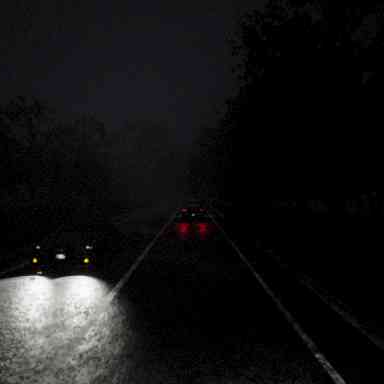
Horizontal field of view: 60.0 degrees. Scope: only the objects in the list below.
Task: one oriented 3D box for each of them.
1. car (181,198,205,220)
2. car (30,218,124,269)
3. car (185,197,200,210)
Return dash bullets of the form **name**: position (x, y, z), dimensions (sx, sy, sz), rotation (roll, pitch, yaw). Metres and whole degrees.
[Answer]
- **car**: position (0.103, 1.528, 27.580), dimensions (1.812, 1.442, 4.674), rotation (0, 0, 0)
- **car**: position (-3.599, 1.571, 11.092), dimensions (1.994, 1.385, 4.181), rotation (0, 0, 0)
- **car**: position (0.105, 1.479, 42.864), dimensions (1.812, 1.442, 4.674), rotation (0, 0, 0)
